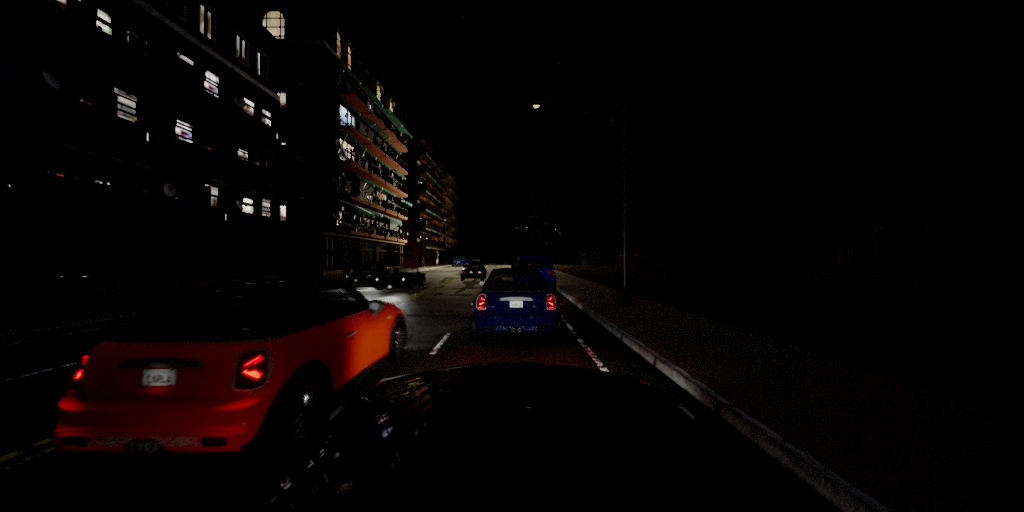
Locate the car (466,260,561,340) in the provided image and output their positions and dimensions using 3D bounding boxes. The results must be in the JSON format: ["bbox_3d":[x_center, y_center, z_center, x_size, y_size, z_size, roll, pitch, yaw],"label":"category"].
[{"bbox_3d":[0.095,1.103,10.150,2.097,1.767,4.553,0,0,0],"label":"car"}]

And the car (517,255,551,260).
[{"bbox_3d":[1.132,0.976,19.725,2.150,2.045,5.566,0,0,0],"label":"car"}]

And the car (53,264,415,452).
[{"bbox_3d":[-3.154,1.102,5.332,2.097,1.767,4.553,0,0,0],"label":"car"}]

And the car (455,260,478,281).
[{"bbox_3d":[-3.155,1.297,30.178,2.033,1.411,5.357,0,0,0],"label":"car"}]

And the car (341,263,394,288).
[{"bbox_3d":[-9.855,1.276,24.935,1.812,1.442,4.674,0,0,0],"label":"car"}]

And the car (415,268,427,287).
[{"bbox_3d":[-6.606,1.351,21.600,1.895,1.301,4.718,0,0,0],"label":"car"}]
